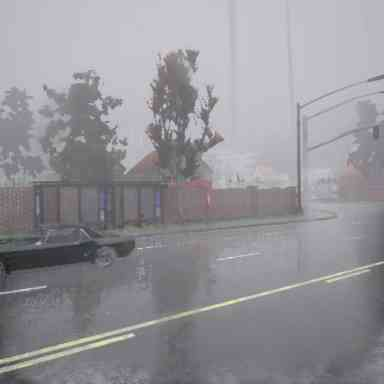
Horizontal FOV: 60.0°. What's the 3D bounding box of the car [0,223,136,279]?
[{"bbox_3d":[-4.144,1.600,9.627,4.718,1.301,1.895,0,0,-35],"label":"car"}]
